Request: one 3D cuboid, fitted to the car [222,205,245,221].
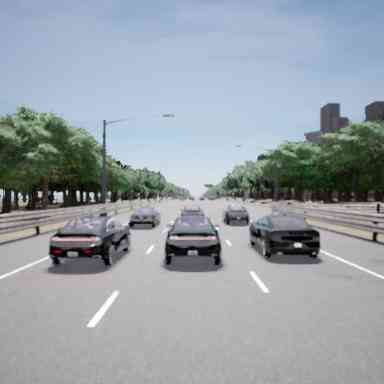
[{"bbox_3d":[3.546,1.797,27.374,2.128,1.511,4.902,0,0,0],"label":"car"}]

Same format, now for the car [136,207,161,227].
[{"bbox_3d":[-3.474,1.832,25.199,2.033,1.411,5.357,0,-1,0],"label":"car"}]

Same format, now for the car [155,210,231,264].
[{"bbox_3d":[0.044,1.637,12.393,2.128,1.511,4.902,0,-1,0],"label":"car"}]

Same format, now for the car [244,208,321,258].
[{"bbox_3d":[3.554,1.636,13.555,1.882,1.535,5.008,0,0,0],"label":"car"}]

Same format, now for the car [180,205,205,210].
[{"bbox_3d":[0.045,1.797,27.384,2.128,1.511,4.902,0,0,1],"label":"car"}]

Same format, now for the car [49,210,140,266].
[{"bbox_3d":[-3.457,1.631,12.071,2.128,1.511,4.902,0,-1,0],"label":"car"}]
